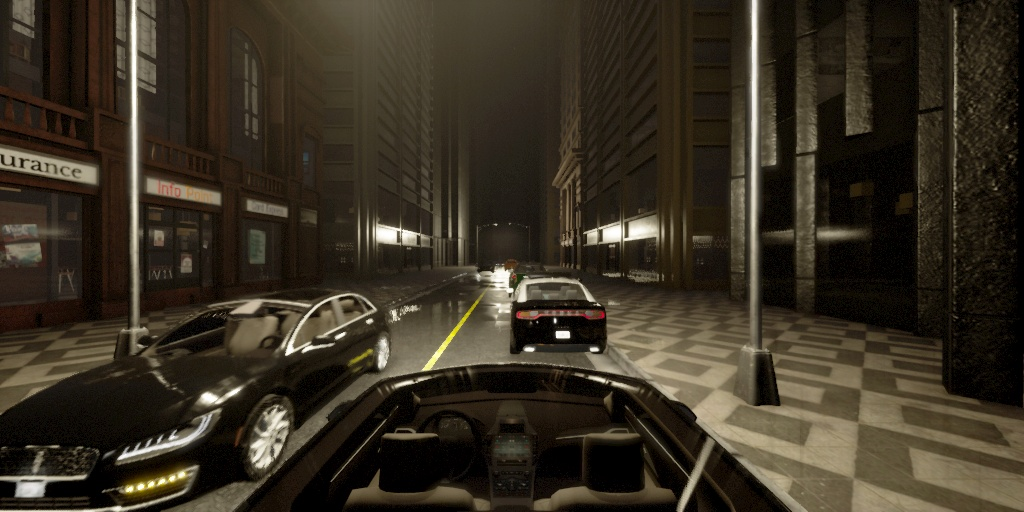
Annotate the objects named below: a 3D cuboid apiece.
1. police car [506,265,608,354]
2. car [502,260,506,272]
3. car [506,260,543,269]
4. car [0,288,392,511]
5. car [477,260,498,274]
[{"bbox_3d":[0.890,1.177,8.882,1.930,1.638,5.238,0,0,0],"label":"police car"},{"bbox_3d":[-0.027,1.276,48.210,1.882,1.535,5.008,0,0,0],"label":"car"},{"bbox_3d":[0.875,1.109,18.743,2.097,1.767,4.553,0,0,0],"label":"car"},{"bbox_3d":[-3.105,1.255,4.736,1.837,1.490,4.892,0,0,0],"label":"car"},{"bbox_3d":[-3.060,1.266,42.556,1.882,1.535,5.008,0,0,0],"label":"car"}]
